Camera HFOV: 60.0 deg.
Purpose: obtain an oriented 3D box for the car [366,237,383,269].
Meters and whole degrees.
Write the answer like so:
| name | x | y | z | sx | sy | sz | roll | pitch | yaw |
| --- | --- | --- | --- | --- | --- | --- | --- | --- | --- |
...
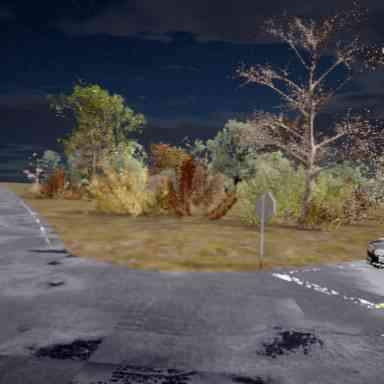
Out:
| name | x | y | z | sx | sy | sz | roll | pitch | yaw |
| --- | --- | --- | --- | --- | --- | --- | --- | --- | --- |
| car | 7.841 | 1.821 | 10.936 | 4.902 | 1.511 | 2.128 | 2 | 0 | -28 |
